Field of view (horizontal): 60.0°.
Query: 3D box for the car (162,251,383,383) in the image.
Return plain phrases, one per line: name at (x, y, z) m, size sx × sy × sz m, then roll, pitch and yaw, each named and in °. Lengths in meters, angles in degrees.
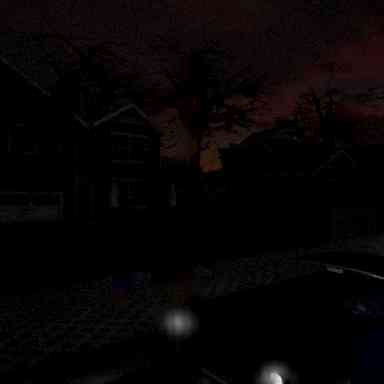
car at (2.004, 1.589, 4.508) m, size 4.718 × 1.301 × 1.895 m, roll 0°, pitch 0°, yaw -36°
